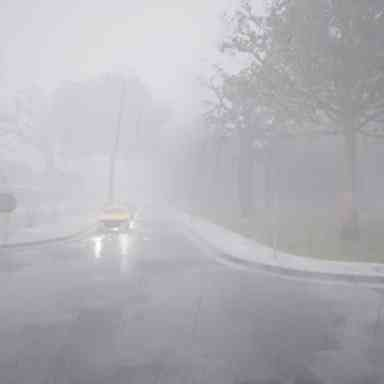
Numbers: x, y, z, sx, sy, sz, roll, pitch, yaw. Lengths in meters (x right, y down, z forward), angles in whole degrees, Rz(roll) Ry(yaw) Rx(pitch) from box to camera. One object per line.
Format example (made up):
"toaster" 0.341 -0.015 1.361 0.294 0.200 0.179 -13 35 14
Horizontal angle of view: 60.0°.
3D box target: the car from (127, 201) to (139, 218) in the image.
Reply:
"car" -6.508 1.820 32.292 2.128 1.511 4.902 0 -1 -8

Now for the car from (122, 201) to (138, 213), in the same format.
"car" -8.219 2.012 44.521 1.837 1.490 4.892 0 -1 -8

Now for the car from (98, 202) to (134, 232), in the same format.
"car" -5.102 1.691 22.282 1.882 1.535 5.008 0 -1 -8

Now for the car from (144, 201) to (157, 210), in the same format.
"car" -6.707 2.153 54.131 2.128 1.511 4.902 0 -1 -8

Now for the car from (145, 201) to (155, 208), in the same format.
"car" -8.164 2.432 64.476 1.895 1.301 4.718 0 -1 -8
